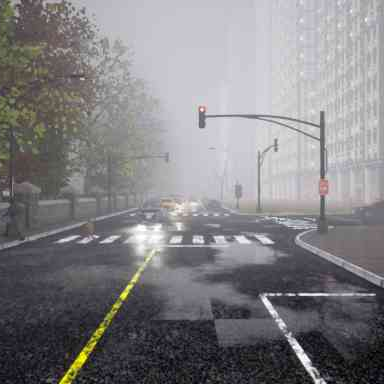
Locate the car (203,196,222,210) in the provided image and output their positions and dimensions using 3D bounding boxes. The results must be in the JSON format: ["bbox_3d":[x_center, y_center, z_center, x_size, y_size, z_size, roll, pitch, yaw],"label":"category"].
[{"bbox_3d":[2.810,1.586,42.778,1.947,1.339,4.313,0,0,0],"label":"car"}]

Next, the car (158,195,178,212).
[{"bbox_3d":[-2.990,1.495,39.121,1.882,1.535,5.008,0,0,0],"label":"car"}]

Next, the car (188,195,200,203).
[{"bbox_3d":[0.194,1.638,70.101,1.895,1.301,4.718,0,0,0],"label":"car"}]

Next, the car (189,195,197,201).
[{"bbox_3d":[0.222,1.441,80.071,1.837,1.490,4.892,0,0,0],"label":"car"}]

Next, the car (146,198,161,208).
[{"bbox_3d":[-5.555,1.607,48.433,1.802,1.307,4.206,0,0,0],"label":"car"}]

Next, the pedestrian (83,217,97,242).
[{"bbox_3d":[-4.450,1.676,14.753,0.500,1.100,0.500,0,0,0],"label":"pedestrian"}]

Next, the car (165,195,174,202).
[{"bbox_3d":[-5.460,1.510,82.227,1.967,1.590,4.097,0,0,0],"label":"car"}]

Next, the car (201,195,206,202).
[{"bbox_3d":[2.841,1.597,54.043,1.947,1.339,4.313,0,0,0],"label":"car"}]

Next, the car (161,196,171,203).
[{"bbox_3d":[-5.492,1.577,70.794,1.752,1.417,4.829,0,0,0],"label":"car"}]

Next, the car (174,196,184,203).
[{"bbox_3d":[-2.801,1.533,71.986,1.837,1.490,4.892,0,0,0],"label":"car"}]

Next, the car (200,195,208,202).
[{"bbox_3d":[2.920,1.510,82.204,1.967,1.590,4.097,0,0,0],"label":"car"}]

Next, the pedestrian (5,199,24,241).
[{"bbox_3d":[-7.548,1.141,14.164,0.375,1.860,0.375,0,0,0],"label":"pedestrian"}]

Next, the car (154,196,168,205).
[{"bbox_3d":[-5.523,1.477,59.699,1.967,1.590,4.097,0,0,0],"label":"car"}]

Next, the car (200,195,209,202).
[{"bbox_3d":[2.904,1.501,76.573,1.967,1.590,4.097,0,0,0],"label":"car"}]

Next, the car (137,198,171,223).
[{"bbox_3d":[-3.030,1.500,25.853,2.128,1.511,4.902,0,0,0],"label":"car"}]

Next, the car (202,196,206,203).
[{"bbox_3d":[2.825,1.591,48.410,1.947,1.339,4.313,0,0,0],"label":"car"}]

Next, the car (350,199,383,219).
[{"bbox_3d":[14.880,1.262,25.956,4.674,1.442,1.812,-1,0,0],"label":"car"}]

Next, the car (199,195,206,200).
[{"bbox_3d":[2.950,1.641,93.469,2.008,1.369,4.403,0,0,0],"label":"car"}]

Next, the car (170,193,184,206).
[{"bbox_3d":[-2.931,1.257,56.374,2.150,2.045,5.566,0,0,0],"label":"car"}]
